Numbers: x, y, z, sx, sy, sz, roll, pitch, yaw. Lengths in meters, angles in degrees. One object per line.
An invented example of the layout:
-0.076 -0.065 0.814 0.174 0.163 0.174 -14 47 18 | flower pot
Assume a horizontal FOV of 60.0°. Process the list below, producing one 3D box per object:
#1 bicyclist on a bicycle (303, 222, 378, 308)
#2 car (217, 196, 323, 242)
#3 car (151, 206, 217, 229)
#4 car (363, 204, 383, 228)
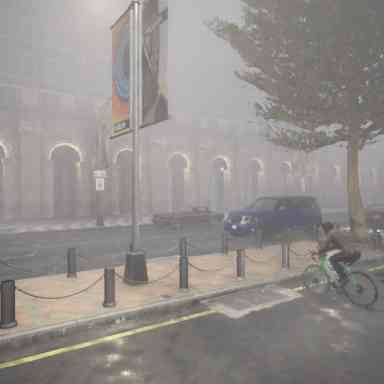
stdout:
2.970 1.455 6.863 0.582 1.620 1.656 0 -2 -35 | bicyclist on a bicycle
4.207 1.218 16.653 5.566 2.045 2.150 -1 0 -34 | car
-0.236 1.595 21.669 4.718 1.301 1.895 0 0 -35 | car
12.786 1.527 22.514 4.674 1.442 1.812 0 0 -35 | car
